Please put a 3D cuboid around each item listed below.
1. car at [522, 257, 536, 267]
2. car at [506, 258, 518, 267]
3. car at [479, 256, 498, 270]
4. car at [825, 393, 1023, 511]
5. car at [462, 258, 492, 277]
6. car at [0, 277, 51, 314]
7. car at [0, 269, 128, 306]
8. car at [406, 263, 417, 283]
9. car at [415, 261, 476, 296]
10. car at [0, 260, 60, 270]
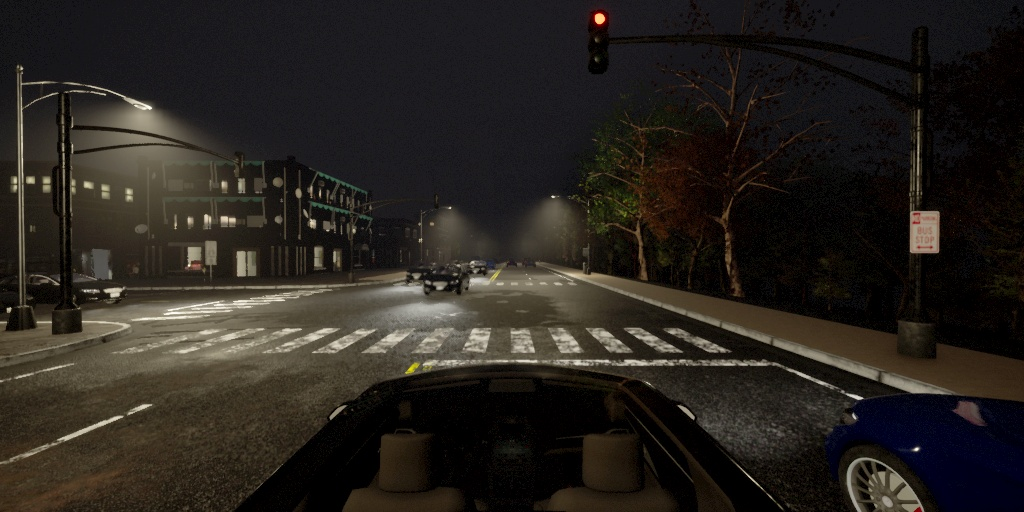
[{"bbox_3d":[3.234,1.274,63.655,2.033,1.411,5.357,0,0,0],"label":"car"},{"bbox_3d":[-0.030,1.251,64.933,1.812,1.442,4.674,0,0,0],"label":"car"},{"bbox_3d":[-3.442,1.209,51.107,1.882,1.535,5.008,0,0,0],"label":"car"},{"bbox_3d":[3.358,1.276,0.850,1.812,1.442,4.674,0,0,1],"label":"car"},{"bbox_3d":[-3.418,1.230,36.011,2.128,1.511,4.902,0,0,0],"label":"car"},{"bbox_3d":[-19.969,1.565,12.818,4.313,1.339,1.948,0,0,0],"label":"car"},{"bbox_3d":[-19.649,1.459,15.525,4.902,1.511,2.128,-1,1,0],"label":"car"},{"bbox_3d":[-6.652,1.234,27.398,2.128,1.511,4.902,0,0,0],"label":"car"},{"bbox_3d":[-3.384,1.237,19.283,2.128,1.511,4.902,0,0,0],"label":"car"},{"bbox_3d":[-26.276,1.234,18.668,5.566,2.045,2.150,-1,0,1],"label":"car"}]
